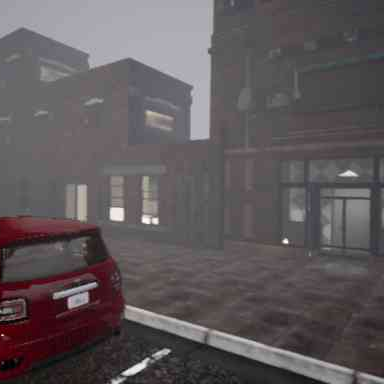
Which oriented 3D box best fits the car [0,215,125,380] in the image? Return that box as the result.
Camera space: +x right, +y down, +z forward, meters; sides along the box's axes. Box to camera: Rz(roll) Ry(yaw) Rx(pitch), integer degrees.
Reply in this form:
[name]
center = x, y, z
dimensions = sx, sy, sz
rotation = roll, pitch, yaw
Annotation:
[car]
center = -3.232, 1.303, 5.165
dimensions = 5.009, 1.841, 2.192
rotation = 0, 1, 36
